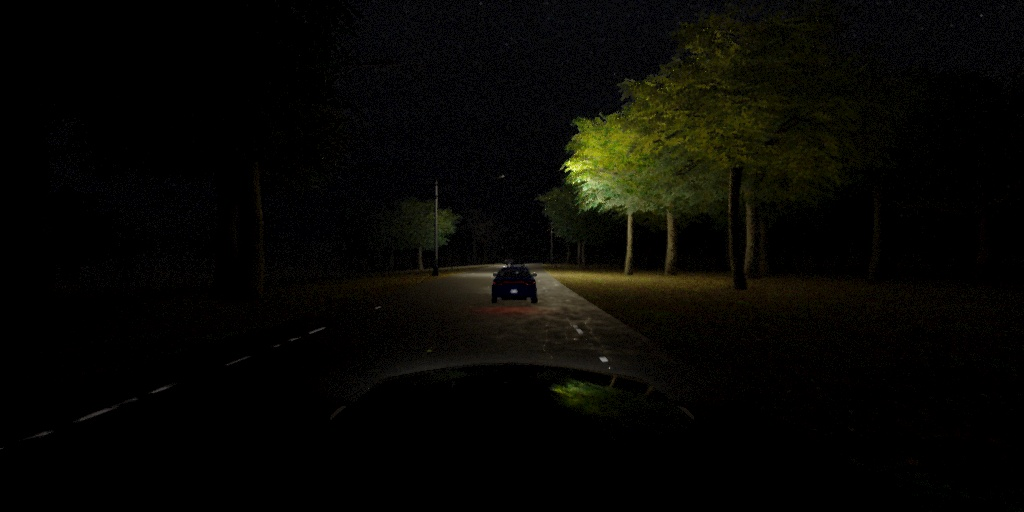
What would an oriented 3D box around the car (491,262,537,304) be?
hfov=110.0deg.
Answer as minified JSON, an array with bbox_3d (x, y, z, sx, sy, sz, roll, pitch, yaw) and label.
[{"bbox_3d":[0.123,1.230,16.454,1.882,1.535,5.008,0,0,1],"label":"car"}]

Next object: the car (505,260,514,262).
[{"bbox_3d":[0.494,1.316,31.422,1.994,1.385,4.181,0,0,2],"label":"car"}]
